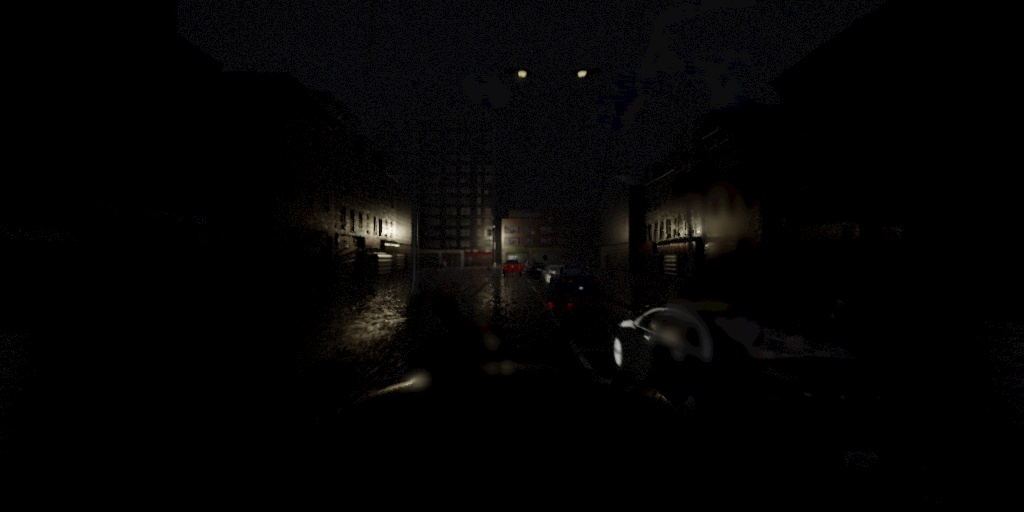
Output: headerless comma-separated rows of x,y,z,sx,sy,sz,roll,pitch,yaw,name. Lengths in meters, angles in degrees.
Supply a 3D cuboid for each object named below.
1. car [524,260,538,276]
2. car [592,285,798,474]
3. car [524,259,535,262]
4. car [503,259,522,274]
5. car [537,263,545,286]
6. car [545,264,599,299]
2.625,1.378,37.726,1.948,1.339,4.313,0,0,0,car
2.637,1.301,4.888,2.007,1.370,4.403,0,0,0,car
2.623,1.358,43.369,1.751,1.417,4.829,0,0,0,car
0.051,1.179,41.945,2.097,1.767,4.553,0,0,0,car
3.015,1.302,25.123,1.812,1.442,4.674,0,0,0,car
3.009,1.240,18.122,1.882,1.535,5.008,0,0,0,car
